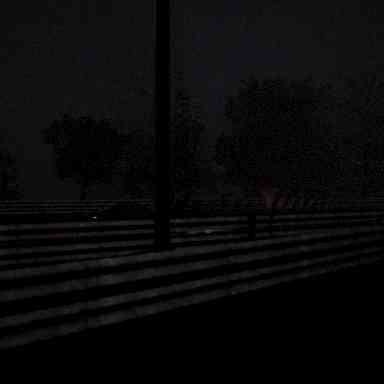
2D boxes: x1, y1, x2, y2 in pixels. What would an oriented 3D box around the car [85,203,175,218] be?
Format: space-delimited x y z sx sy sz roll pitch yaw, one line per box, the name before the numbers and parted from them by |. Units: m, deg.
car | -2.932 1.272 16.523 4.674 1.442 1.812 0 0 -26
